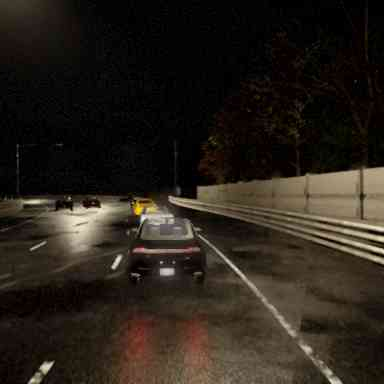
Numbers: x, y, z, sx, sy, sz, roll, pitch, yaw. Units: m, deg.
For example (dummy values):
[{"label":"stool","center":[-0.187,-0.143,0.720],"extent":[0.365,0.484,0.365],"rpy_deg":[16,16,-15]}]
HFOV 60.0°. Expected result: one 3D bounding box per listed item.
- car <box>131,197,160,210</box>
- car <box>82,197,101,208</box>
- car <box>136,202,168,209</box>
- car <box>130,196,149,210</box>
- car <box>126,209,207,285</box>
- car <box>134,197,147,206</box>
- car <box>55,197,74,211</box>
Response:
[{"label":"car","center":[-4.398,1.355,30.495],"extent":[1.882,1.535,5.008],"rpy_deg":[0,0,-13]},{"label":"car","center":[-13.285,1.393,43.847],"extent":[1.994,1.385,4.181],"rpy_deg":[0,0,-23]},{"label":"car","center":[-2.286,1.518,20.434],"extent":[1.895,1.301,4.718],"rpy_deg":[0,0,-11]},{"label":"car","center":[-6.492,1.329,40.859],"extent":[2.128,1.511,4.902],"rpy_deg":[0,0,-10]},{"label":"car","center":[-0.719,1.453,9.389],"extent":[2.128,1.511,4.902],"rpy_deg":[0,0,-5]},{"label":"car","center":[-7.848,1.397,50.964],"extent":[1.895,1.301,4.718],"rpy_deg":[0,0,-6]},{"label":"car","center":[-14.990,1.342,39.003],"extent":[2.128,1.511,4.902],"rpy_deg":[0,0,-22]}]
